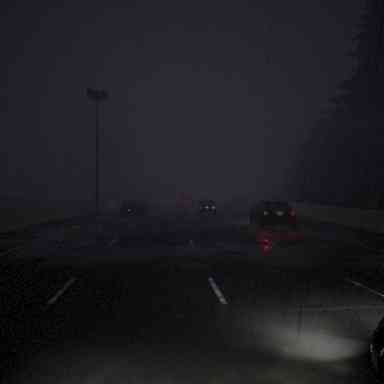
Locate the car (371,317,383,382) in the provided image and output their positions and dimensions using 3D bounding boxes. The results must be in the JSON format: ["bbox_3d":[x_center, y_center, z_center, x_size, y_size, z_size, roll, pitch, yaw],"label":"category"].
[{"bbox_3d":[3.202,1.503,1.884,1.837,1.490,4.892,0,0,-8],"label":"car"}]

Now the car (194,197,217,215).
[{"bbox_3d":[1.539,1.516,33.622,2.033,1.411,5.357,0,0,3],"label":"car"}]

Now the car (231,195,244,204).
[{"bbox_3d":[8.594,1.298,62.819,2.097,1.767,4.553,0,0,11],"label":"car"}]

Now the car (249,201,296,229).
[{"bbox_3d":[5.127,1.333,21.730,2.097,1.767,4.553,0,0,-1],"label":"car"}]

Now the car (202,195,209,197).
[{"bbox_3d":[2.932,1.461,69.805,1.812,1.442,4.674,0,0,13],"label":"car"}]

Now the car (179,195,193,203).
[{"bbox_3d":[-1.114,1.437,67.763,1.837,1.490,4.892,0,-1,12],"label":"car"}]

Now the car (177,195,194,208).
[{"bbox_3d":[-0.819,1.308,47.881,2.097,1.767,4.553,0,0,6],"label":"car"}]

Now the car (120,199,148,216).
[{"bbox_3d":[-5.460,1.445,31.769,1.882,1.535,5.008,0,0,2],"label":"car"}]
